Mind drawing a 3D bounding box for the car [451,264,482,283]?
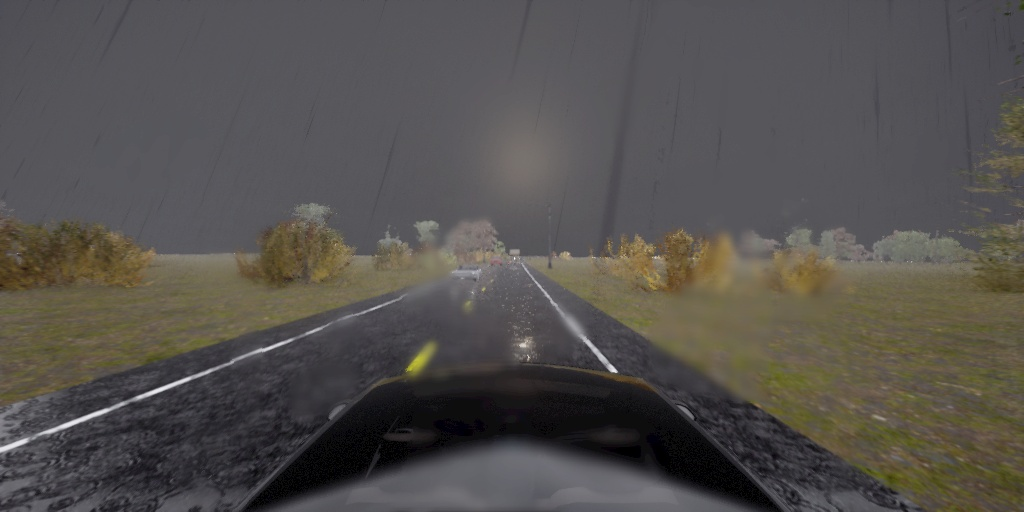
[{"bbox_3d":[-3.506,1.342,28.157,1.895,1.301,4.718,0,0,0],"label":"car"}]
